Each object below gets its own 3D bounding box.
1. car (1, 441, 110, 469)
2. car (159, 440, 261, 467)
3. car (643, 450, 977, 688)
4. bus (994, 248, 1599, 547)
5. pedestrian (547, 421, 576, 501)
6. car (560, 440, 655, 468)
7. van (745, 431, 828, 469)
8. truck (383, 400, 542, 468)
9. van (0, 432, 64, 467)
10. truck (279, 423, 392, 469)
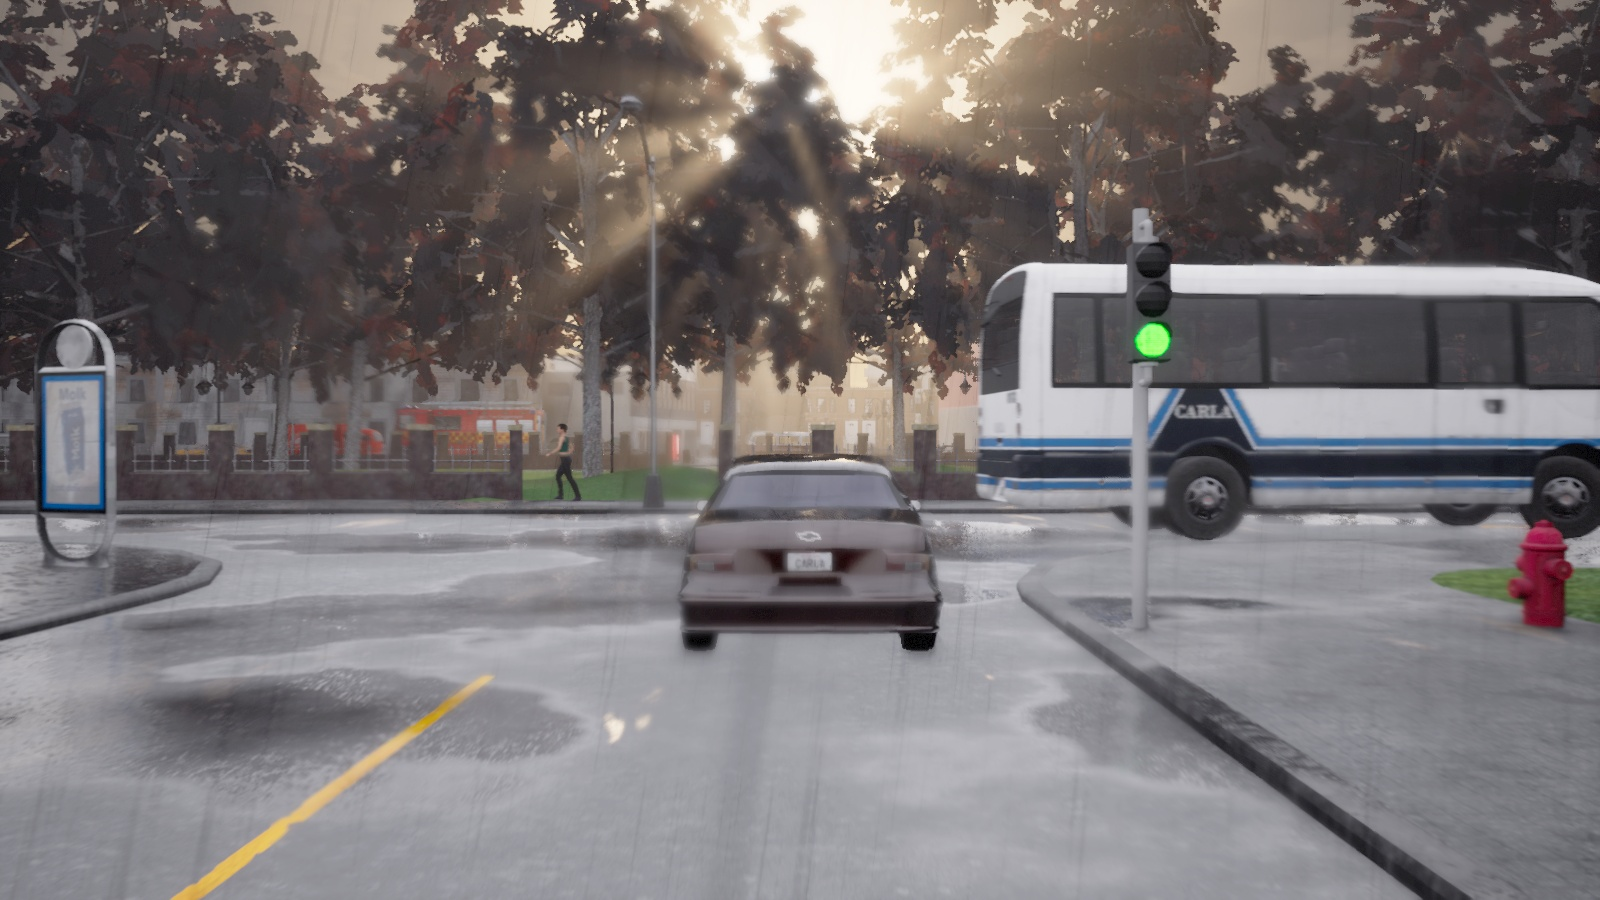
[{"bbox_3d":[-40.984,0.258,69.188,4.892,1.490,1.837,0,0,0],"label":"car"},{"bbox_3d":[-34.338,0.209,73.166,5.008,1.535,1.882,0,0,0],"label":"car"},{"bbox_3d":[0.073,0.725,10.323,2.033,1.411,5.357,0,0,0],"label":"car"},{"bbox_3d":[8.633,-0.758,20.186,10.273,4.253,3.944,0,0,-4],"label":"bus"},{"bbox_3d":[-5.519,0.258,29.094,0.594,1.836,0.345,0,0,0],"label":"pedestrian"},{"bbox_3d":[-10.529,0.234,69.082,4.902,1.511,2.128,0,0,0],"label":"car"},{"bbox_3d":[-0.725,0.009,69.033,4.480,2.038,2.069,0,0,0],"label":"van"},{"bbox_3d":[-19.577,-0.921,73.109,8.468,3.827,2.891,0,0,0],"label":"truck"},{"bbox_3d":[-45.636,-0.025,73.202,4.442,1.987,1.775,0,0,0],"label":"van"},{"bbox_3d":[-25.513,-0.221,69.133,5.204,2.467,2.627,0,0,0],"label":"truck"}]
